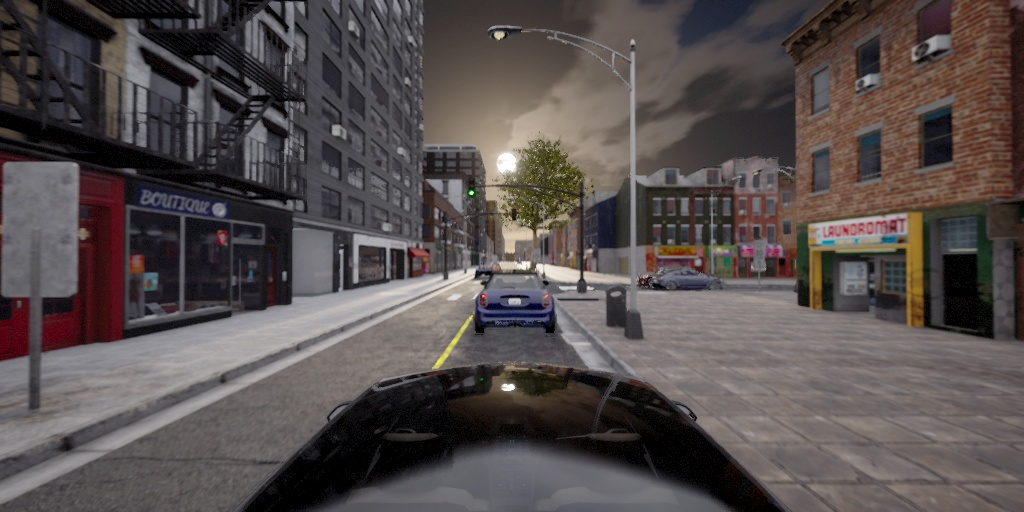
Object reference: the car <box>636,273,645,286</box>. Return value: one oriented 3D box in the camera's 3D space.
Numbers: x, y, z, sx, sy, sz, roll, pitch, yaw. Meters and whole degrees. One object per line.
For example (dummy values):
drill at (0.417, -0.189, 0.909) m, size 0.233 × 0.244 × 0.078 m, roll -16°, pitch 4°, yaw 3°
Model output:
car at (10.919, 1.446, 25.601) m, size 4.097 × 1.591 × 1.967 m, roll 0°, pitch 0°, yaw 0°

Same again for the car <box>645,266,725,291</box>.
car at (11.159, 1.543, 22.913) m, size 4.181 × 1.385 × 1.994 m, roll 0°, pitch -1°, yaw 0°

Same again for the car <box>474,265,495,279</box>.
car at (-2.842, 1.630, 37.770) m, size 1.895 × 1.301 × 4.718 m, roll 0°, pitch 0°, yaw 0°

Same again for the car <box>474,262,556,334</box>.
car at (0.083, 1.172, 11.012) m, size 2.097 × 1.767 × 4.553 m, roll 0°, pitch -1°, yaw 0°
